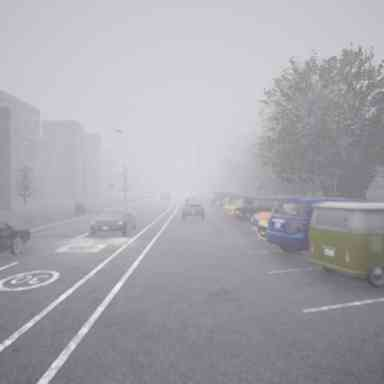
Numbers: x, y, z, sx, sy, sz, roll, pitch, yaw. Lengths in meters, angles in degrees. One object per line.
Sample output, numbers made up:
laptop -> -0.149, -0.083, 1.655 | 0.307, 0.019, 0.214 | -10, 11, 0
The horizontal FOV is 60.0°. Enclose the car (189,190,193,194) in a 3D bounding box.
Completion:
car -> 2.587, 0.857, 91.872 | 5.008, 1.535, 2.097 | 1, 0, -25

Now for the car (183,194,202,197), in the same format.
car -> -0.132, 1.362, 43.601 | 2.033, 1.411, 5.357 | 0, 1, -1

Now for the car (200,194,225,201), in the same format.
car -> 4.243, 1.098, 68.161 | 4.674, 1.452, 2.002 | 0, 1, -23

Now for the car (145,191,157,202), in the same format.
car -> -7.885, 0.834, 64.860 | 2.150, 2.045, 5.566 | 0, 1, -2

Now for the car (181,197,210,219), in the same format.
car -> 0.094, 1.414, 27.766 | 2.128, 1.511, 4.902 | 0, 0, 0

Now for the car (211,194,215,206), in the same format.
car -> 5.188, 1.356, 41.482 | 4.674, 1.452, 2.002 | 1, 1, -21

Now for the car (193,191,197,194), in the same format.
car -> 3.930, 0.751, 74.106 | 5.566, 2.045, 2.435 | 1, 0, -24

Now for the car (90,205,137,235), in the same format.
car -> -4.240, 1.489, 18.575 | 1.812, 1.442, 4.674 | 0, 0, 0

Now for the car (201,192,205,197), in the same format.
car -> 4.661, 1.188, 59.261 | 4.674, 1.452, 2.002 | 0, 0, -23

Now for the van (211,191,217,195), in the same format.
van -> 5.239, 1.067, 44.499 | 4.442, 1.987, 1.878 | 1, 0, -21

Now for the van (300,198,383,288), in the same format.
van -> 5.406, 1.250, 8.901 | 4.442, 1.987, 1.878 | 1, 0, -20

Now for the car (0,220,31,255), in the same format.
car -> -7.050, 1.587, 10.434 | 1.895, 1.301, 4.718 | 0, 0, 0

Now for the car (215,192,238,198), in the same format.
car -> 5.238, 1.235, 35.530 | 4.553, 1.767, 2.185 | 1, 0, -21

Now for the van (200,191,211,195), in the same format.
van -> 4.431, 0.890, 62.177 | 4.442, 1.987, 1.878 | 1, 1, -23

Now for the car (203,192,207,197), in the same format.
car -> 4.757, 1.219, 56.308 | 4.674, 1.452, 2.002 | 0, 1, -22

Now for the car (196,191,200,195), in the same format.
car -> 4.223, 1.082, 65.121 | 5.366, 1.575, 1.946 | 1, 1, -23

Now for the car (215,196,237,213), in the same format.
car -> 5.126, 1.393, 29.531 | 5.366, 1.575, 1.946 | 1, 1, -20

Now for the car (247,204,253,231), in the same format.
car -> 5.307, 1.460, 14.773 | 5.008, 1.535, 2.097 | 1, 0, -20

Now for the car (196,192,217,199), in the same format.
car -> 3.483, 0.824, 80.013 | 4.553, 1.767, 2.185 | 1, 0, -24

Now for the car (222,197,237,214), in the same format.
car -> 5.477, 1.413, 26.690 | 5.366, 1.575, 1.946 | 1, 0, -20

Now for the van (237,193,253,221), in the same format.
van -> 5.407, 1.216, 20.745 | 4.442, 1.987, 1.878 | 1, 0, -20

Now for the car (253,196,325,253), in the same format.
car -> 5.329, 1.217, 11.827 | 5.566, 2.045, 2.435 | 1, 0, -20

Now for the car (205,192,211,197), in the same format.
car -> 5.153, 1.237, 50.463 | 5.366, 1.575, 1.946 | 1, 0, -22

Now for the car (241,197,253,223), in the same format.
car -> 5.329, 1.326, 17.747 | 4.553, 1.767, 2.185 | 1, 0, -20

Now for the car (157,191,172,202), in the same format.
car -> -5.077, 0.835, 64.666 | 2.150, 2.045, 5.566 | 0, 1, -2

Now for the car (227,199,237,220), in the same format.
car -> 5.326, 1.458, 23.675 | 4.792, 1.488, 2.163 | 1, 0, -20

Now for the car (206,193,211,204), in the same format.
car -> 5.054, 1.266, 47.425 | 5.008, 1.535, 2.097 | 1, 0, -22
